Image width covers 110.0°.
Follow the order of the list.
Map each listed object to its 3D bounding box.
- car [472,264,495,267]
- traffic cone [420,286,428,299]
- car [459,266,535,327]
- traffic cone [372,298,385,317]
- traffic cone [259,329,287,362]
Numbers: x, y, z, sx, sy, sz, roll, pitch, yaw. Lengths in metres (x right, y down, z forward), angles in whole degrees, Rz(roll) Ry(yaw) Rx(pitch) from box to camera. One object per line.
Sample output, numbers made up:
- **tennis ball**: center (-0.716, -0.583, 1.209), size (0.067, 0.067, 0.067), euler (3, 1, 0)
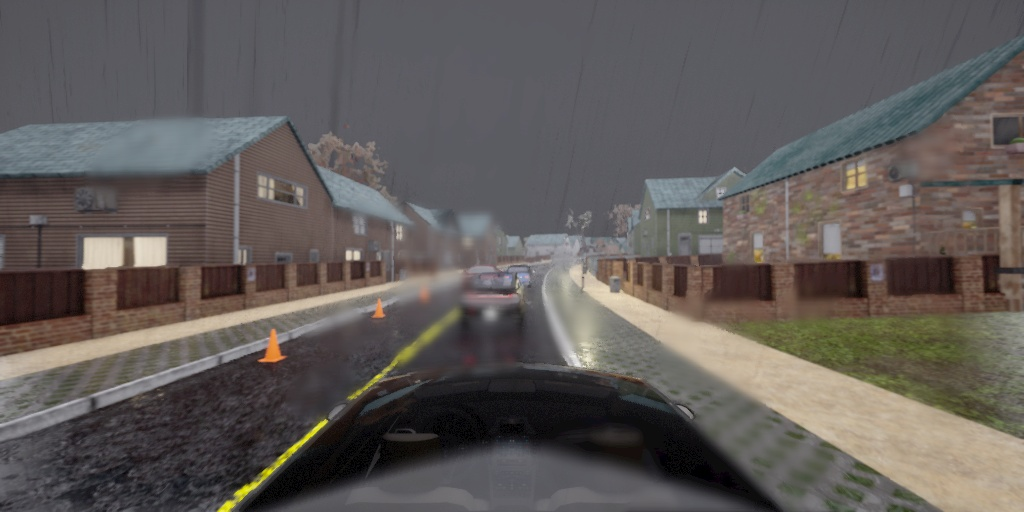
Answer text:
- **car**: center (-1.685, 1.236, 21.133), size (1.882, 1.535, 5.008), euler (0, 0, 4)
- **traffic cone**: center (-4.162, 1.722, 17.079), size (0.340, 0.580, 0.340), euler (0, 0, 4)
- **car**: center (-0.447, 1.260, 11.542), size (2.128, 1.511, 4.902), euler (0, 0, 2)
- **traffic cone**: center (-4.459, 1.724, 12.037), size (0.340, 0.580, 0.340), euler (0, 0, 3)
- **traffic cone**: center (-4.650, 1.718, 6.989), size (0.340, 0.580, 0.340), euler (0, 0, 2)
